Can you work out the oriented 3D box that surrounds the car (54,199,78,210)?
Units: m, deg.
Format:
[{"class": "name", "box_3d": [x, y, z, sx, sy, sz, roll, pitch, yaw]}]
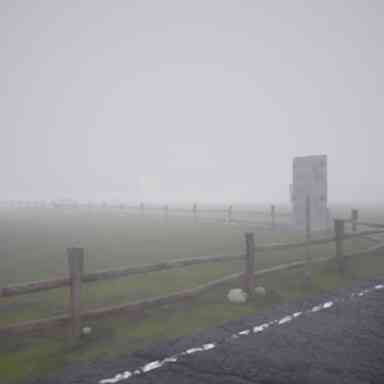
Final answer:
[{"class": "car", "box_3d": [-19.152, 1.777, 50.393, 2.097, 1.767, 4.553, 0, 0, -44]}]

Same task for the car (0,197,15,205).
[{"class": "car", "box_3d": [-44.145, 2.390, 79.566, 4.718, 1.301, 1.895, -1, 0, 45]}]
